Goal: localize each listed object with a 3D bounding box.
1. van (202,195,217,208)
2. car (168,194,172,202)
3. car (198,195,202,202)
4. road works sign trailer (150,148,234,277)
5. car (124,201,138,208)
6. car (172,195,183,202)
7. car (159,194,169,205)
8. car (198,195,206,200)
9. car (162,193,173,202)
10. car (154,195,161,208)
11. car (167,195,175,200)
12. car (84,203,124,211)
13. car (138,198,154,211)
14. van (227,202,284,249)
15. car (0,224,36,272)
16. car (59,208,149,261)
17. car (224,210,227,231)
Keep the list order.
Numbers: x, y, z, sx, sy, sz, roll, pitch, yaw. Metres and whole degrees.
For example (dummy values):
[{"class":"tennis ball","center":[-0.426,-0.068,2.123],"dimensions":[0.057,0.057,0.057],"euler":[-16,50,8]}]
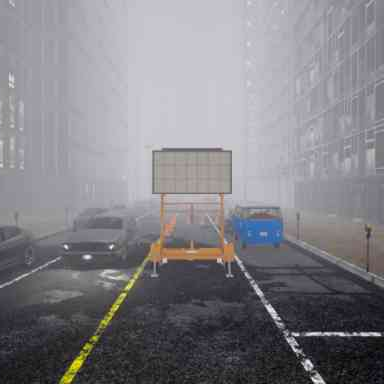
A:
[{"class":"van","center":[2.704,1.322,48.518],"dimensions":[1.690,1.788,3.998],"euler":[0,0,0]},{"class":"car","center":[-5.670,1.278,65.612],"dimensions":[2.192,1.841,5.009],"euler":[0,0,0]},{"class":"car","center":[2.715,1.499,77.003],"dimensions":[2.008,1.369,4.403],"euler":[0,0,0]},{"class":"road works sign trailer","center":[0.004,0.462,10.223],"dimensions":[2.380,3.560,2.880],"euler":[0,0,0]},{"class":"car","center":[-5.685,1.539,25.734],"dimensions":[1.887,1.381,4.507],"euler":[0,0,0]},{"class":"car","center":[-2.974,1.481,71.893],"dimensions":[1.812,1.442,4.674],"euler":[0,0,0]},{"class":"car","center":[-5.671,1.536,59.916],"dimensions":[1.947,1.339,4.313],"euler":[0,0,0]},{"class":"car","center":[2.720,1.483,88.398],"dimensions":[2.008,1.369,4.403],"euler":[0,0,0]},{"class":"car","center":[-5.666,1.264,77.007],"dimensions":[2.192,1.841,5.009],"euler":[0,0,0]},{"class":"car","center":[-5.677,1.563,48.522],"dimensions":[1.802,1.307,4.206],"euler":[0,0,0]},{"class":"car","center":[-5.660,1.514,88.402],"dimensions":[1.802,1.307,4.206],"euler":[0,0,0]},{"class":"car","center":[-5.687,1.561,20.037],"dimensions":[1.947,1.339,4.313],"euler":[0,0,0]},{"class":"car","center":[-5.680,1.571,37.128],"dimensions":[1.802,1.307,4.206],"euler":[0,0,0]},{"class":"van","center":[2.690,1.338,14.337],"dimensions":[1.690,1.788,3.998],"euler":[0,0,0]},{"class":"car","center":[-5.691,1.564,8.643],"dimensions":[1.947,1.339,4.313],"euler":[0,0,0]},{"class":"car","center":[-3.098,1.545,12.516],"dimensions":[2.033,1.411,5.357],"euler":[0,0,0]},{"class":"car","center":[2.694,1.577,20.033],"dimensions":[1.802,1.307,4.206],"euler":[0,0,0]}]
